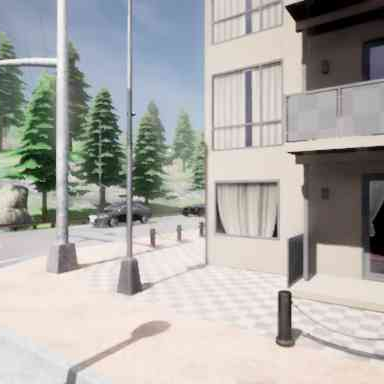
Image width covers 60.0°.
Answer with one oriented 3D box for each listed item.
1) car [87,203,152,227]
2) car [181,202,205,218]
[{"bbox_3d":[-4.796,1.498,22.672,2.128,1.511,4.902,0,0,35],"label":"car"},{"bbox_3d":[1.003,1.607,31.032,1.895,1.301,4.718,0,0,35],"label":"car"}]
